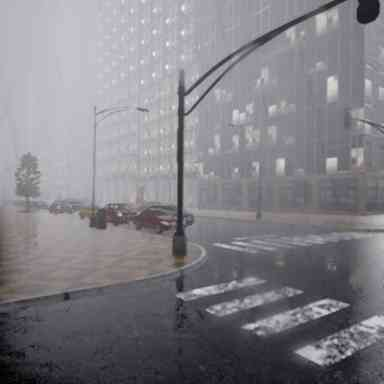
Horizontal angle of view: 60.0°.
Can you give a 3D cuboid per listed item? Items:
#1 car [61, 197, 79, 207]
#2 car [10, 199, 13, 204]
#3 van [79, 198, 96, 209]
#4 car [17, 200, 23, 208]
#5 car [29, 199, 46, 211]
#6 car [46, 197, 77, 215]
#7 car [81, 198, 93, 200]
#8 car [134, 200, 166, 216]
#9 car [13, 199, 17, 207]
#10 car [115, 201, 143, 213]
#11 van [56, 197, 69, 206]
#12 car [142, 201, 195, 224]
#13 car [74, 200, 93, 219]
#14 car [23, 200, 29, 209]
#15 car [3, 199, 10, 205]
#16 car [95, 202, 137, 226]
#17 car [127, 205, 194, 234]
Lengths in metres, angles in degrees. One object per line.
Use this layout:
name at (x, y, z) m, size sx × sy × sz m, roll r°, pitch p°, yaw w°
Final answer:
car at (-24.387, 1.994, 66.293) m, size 2.192 × 1.841 × 5.009 m, roll 0°, pitch -1°, yaw -35°
car at (-34.512, 2.185, 66.156) m, size 1.802 × 1.307 × 4.206 m, roll 0°, pitch -1°, yaw -35°
van at (-17.881, 1.911, 56.972) m, size 1.690 × 1.788 × 3.998 m, roll 0°, pitch -1°, yaw -35°
car at (-28.006, 2.039, 56.835) m, size 1.887 × 1.381 × 4.507 m, roll 0°, pitch -1°, yaw -35°
car at (-21.501, 1.936, 47.514) m, size 2.008 × 1.369 × 4.403 m, roll 0°, pitch -1°, yaw -35°
car at (-14.995, 1.716, 38.195) m, size 1.967 × 1.590 × 4.097 m, roll 0°, pitch -1°, yaw -35°
car at (-14.331, 1.847, 41.823) m, size 1.837 × 1.490 × 4.892 m, roll 1°, pitch -1°, yaw -35°
car at (-4.870, 1.792, 38.329) m, size 1.967 × 1.590 × 4.097 m, roll 0°, pitch -1°, yaw -35°
car at (-31.260, 2.099, 61.495) m, size 2.008 × 1.369 × 4.403 m, roll 0°, pitch -1°, yaw -35°
car at (-8.220, 1.933, 43.128) m, size 1.752 × 1.417 × 4.829 m, roll 0°, pitch -1°, yaw -35°
van at (-27.640, 2.074, 70.953) m, size 1.690 × 1.788 × 3.998 m, roll 0°, pitch -1°, yaw -35°
car at (-1.655, 1.633, 23.621) m, size 1.837 × 1.490 × 4.892 m, roll 1°, pitch -1°, yaw -35°
car at (-8.392, 1.691, 28.734) m, size 1.752 × 1.417 × 4.829 m, roll 0°, pitch -1°, yaw -35°
car at (-24.753, 2.006, 52.175) m, size 1.947 × 1.339 × 4.313 m, roll 0°, pitch -1°, yaw -35°
car at (-41.018, 2.263, 75.477) m, size 2.008 × 1.369 × 4.403 m, roll 0°, pitch -1°, yaw -35°
car at (-5.236, 1.553, 24.214) m, size 1.967 × 1.590 × 4.097 m, roll 0°, pitch -1°, yaw -35°
car at (-1.984, 1.640, 19.551) m, size 1.802 × 1.307 × 4.206 m, roll 0°, pitch -1°, yaw -35°
